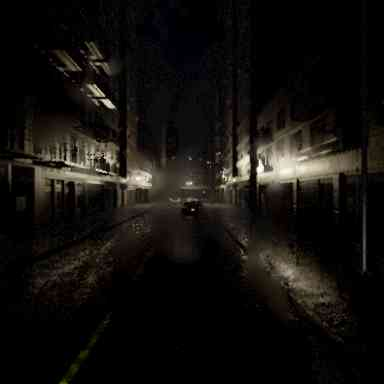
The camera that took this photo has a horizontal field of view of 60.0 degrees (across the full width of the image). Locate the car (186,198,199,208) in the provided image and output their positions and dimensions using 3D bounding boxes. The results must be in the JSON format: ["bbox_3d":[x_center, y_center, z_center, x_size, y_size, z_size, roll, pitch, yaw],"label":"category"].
[{"bbox_3d":[0.018,1.631,51.167,1.895,1.301,4.718,0,0,0],"label":"car"}]

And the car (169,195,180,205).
[{"bbox_3d":[-3.014,1.396,61.177,2.097,1.767,4.553,0,0,1],"label":"car"}]

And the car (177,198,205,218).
[{"bbox_3d":[0.083,1.506,30.023,2.163,1.488,4.792,0,0,0],"label":"car"}]
